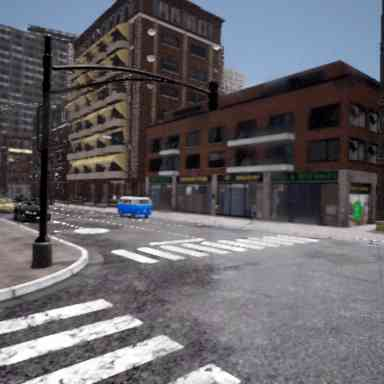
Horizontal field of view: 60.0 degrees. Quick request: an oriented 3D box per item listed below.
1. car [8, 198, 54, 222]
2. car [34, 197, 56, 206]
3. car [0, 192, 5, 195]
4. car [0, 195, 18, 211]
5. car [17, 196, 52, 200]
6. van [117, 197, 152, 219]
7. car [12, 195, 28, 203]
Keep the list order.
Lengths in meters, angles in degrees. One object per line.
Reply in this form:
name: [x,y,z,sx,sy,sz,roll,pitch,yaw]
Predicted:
car: [-11.644,1.372,24.126,1.947,1.339,4.313,1,0,-39]
car: [-22.566,1.417,50.897,1.947,1.339,4.313,1,0,-39]
car: [-46.963,0.965,80.991,2.192,1.841,5.009,1,0,-39]
car: [-18.508,1.270,32.592,1.752,1.417,4.829,1,0,-39]
car: [-15.760,1.319,33.488,1.837,1.490,4.892,2,0,-39]
van: [-5.133,1.347,29.403,1.690,1.788,3.998,1,0,-39]
car: [-33.024,1.329,63.794,1.947,1.339,4.313,1,0,-39]
